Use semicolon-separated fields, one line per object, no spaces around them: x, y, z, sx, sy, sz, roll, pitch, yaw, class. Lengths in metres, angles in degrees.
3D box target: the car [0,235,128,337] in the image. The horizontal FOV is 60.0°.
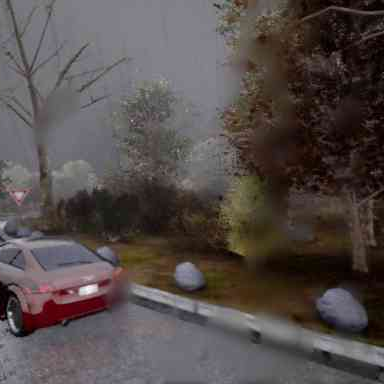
-3.196;1.602;6.848;4.181;1.385;1.994;-1;0;42;car
